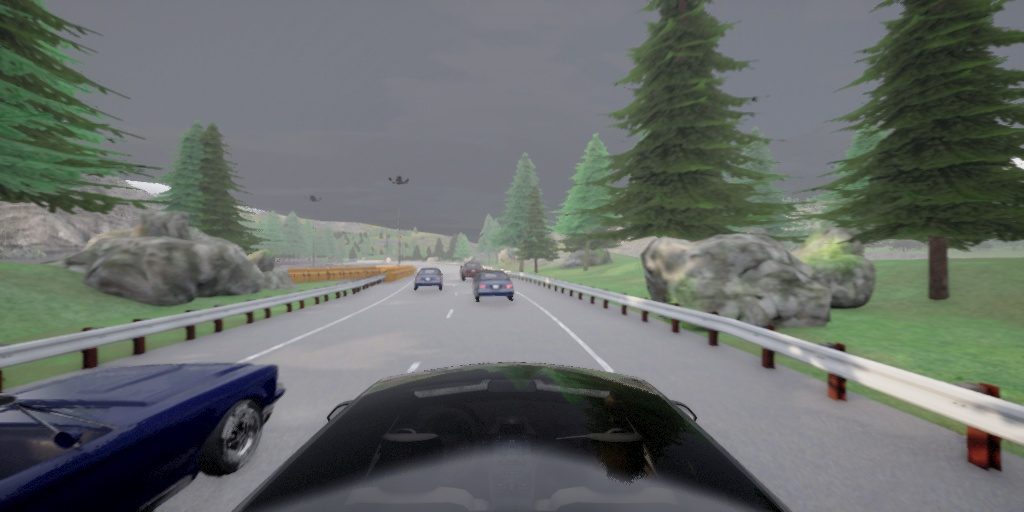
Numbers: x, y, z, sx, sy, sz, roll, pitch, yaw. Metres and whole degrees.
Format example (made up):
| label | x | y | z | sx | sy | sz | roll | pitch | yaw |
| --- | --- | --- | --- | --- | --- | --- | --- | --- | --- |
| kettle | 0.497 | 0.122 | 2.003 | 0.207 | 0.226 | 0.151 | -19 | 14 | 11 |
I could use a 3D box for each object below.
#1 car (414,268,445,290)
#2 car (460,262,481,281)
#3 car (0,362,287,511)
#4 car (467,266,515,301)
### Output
| label | x | y | z | sx | sy | sz | roll | pitch | yaw |
| --- | --- | --- | --- | --- | --- | --- | --- | --- | --- |
| car | -5.606 | 1.494 | 24.549 | 2.033 | 1.411 | 5.357 | 0 | 0 | -10 |
| car | -3.872 | 1.345 | 34.359 | 2.097 | 1.767 | 4.553 | 0 | 0 | -11 |
| car | -3.463 | 1.384 | 1.873 | 1.895 | 1.301 | 4.718 | -1 | 0 | 0 |
| car | -1.051 | 1.411 | 18.218 | 2.033 | 1.411 | 5.357 | 0 | 0 | -8 |
